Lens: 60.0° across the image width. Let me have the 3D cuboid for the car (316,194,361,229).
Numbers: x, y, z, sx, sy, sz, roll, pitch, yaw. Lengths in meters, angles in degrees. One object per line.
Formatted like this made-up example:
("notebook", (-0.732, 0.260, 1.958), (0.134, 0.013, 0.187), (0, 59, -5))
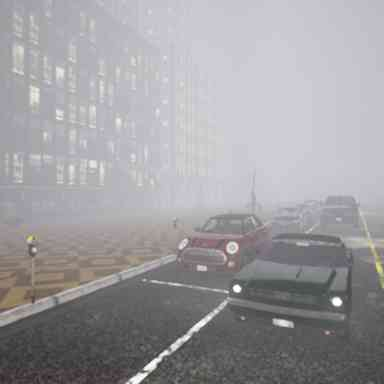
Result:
("car", (9.799, 1.231, 21.955), (2.150, 2.045, 5.566), (0, 0, 26))

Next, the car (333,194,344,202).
("car", (35.117, 1.410, 79.819), (2.192, 1.841, 5.009), (0, 0, 26))

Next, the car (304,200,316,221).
("car", (8.413, 1.564, 25.251), (2.008, 1.369, 4.403), (0, 0, 26))

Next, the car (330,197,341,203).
("car", (30.263, 1.640, 69.897), (1.947, 1.339, 4.313), (0, 0, 26))

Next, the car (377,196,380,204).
("car", (33.008, 1.581, 56.444), (1.752, 1.417, 4.829), (0, 0, 26))

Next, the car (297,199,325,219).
("car", (10.841, 1.457, 30.212), (1.967, 1.590, 4.097), (0, 0, 26))

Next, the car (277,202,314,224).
("car", (5.985, 1.560, 20.289), (2.008, 1.369, 4.403), (0, 0, 26))

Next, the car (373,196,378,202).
("car", (37.789, 1.619, 66.213), (1.887, 1.381, 4.507), (0, 0, 26))

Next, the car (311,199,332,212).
("car", (15.696, 1.592, 40.133), (1.947, 1.339, 4.313), (0, 0, 26))

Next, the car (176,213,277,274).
("car", (1.130, 1.443, 10.369), (1.967, 1.590, 4.097), (0, 0, 26))

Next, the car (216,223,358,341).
("car", (2.291, 1.602, 6.835), (1.895, 1.301, 4.718), (0, 0, 26))

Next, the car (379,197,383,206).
("car", (30.581, 1.572, 51.482), (1.752, 1.417, 4.829), (0, 0, 26))
